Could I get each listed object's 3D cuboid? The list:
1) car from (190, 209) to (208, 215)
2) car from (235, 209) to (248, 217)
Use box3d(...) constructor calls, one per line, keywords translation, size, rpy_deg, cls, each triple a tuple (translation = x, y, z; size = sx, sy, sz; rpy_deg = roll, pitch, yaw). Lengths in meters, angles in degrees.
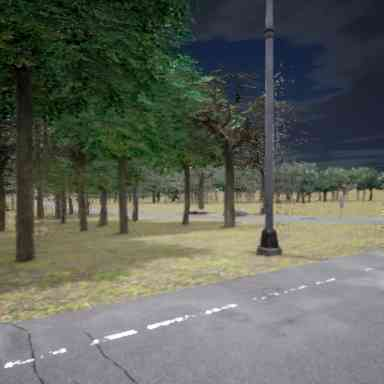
box3d(translation=(1.481, 4.479, 74.002), size=(1.895, 1.301, 4.718), rpy_deg=(-1, -1, -34), cls="car")
box3d(translation=(8.421, 4.076, 63.876), size=(2.033, 1.411, 5.357), rpy_deg=(-1, -2, -34), cls="car")
